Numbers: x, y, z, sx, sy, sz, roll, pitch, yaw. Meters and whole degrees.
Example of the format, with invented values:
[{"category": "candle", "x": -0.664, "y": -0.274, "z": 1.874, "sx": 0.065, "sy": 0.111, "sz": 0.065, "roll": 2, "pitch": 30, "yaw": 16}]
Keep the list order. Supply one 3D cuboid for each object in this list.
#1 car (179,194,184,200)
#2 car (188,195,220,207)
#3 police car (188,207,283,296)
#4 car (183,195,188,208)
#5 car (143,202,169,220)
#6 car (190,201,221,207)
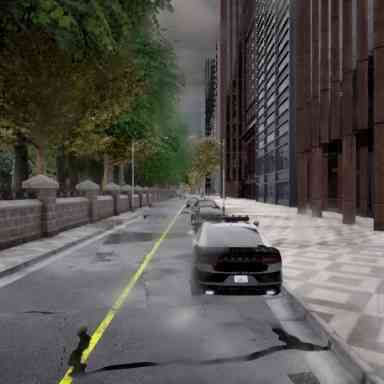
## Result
[{"category": "car", "x": -2.681, "y": 1.457, "z": 93.973, "sx": 2.128, "sy": 1.511, "sz": 4.902, "roll": 0, "pitch": 0, "yaw": 0}, {"category": "car", "x": 0.981, "y": 1.334, "z": 24.670, "sx": 2.097, "sy": 1.767, "sz": 4.553, "roll": 0, "pitch": 0, "yaw": 0}, {"category": "police car", "x": 0.927, "y": 1.423, "z": 8.810, "sx": 1.930, "sy": 1.638, "sz": 5.238, "roll": 0, "pitch": 0, "yaw": 0}, {"category": "car", "x": 0.176, "y": 1.509, "z": 46.892, "sx": 2.033, "sy": 1.411, "sz": 5.357, "roll": 0, "pitch": 0, "yaw": 1}, {"category": "car", "x": -3.006, "y": 1.580, "z": 28.429, "sx": 1.895, "sy": 1.301, "sz": 4.718, "roll": 0, "pitch": 0, "yaw": 0}, {"category": "car", "x": 0.960, "y": 1.494, "z": 18.700, "sx": 1.837, "sy": 1.490, "sz": 4.892, "roll": 0, "pitch": 0, "yaw": 0}]
